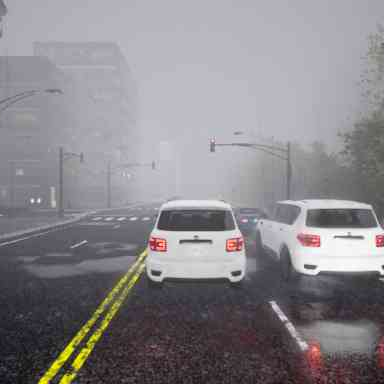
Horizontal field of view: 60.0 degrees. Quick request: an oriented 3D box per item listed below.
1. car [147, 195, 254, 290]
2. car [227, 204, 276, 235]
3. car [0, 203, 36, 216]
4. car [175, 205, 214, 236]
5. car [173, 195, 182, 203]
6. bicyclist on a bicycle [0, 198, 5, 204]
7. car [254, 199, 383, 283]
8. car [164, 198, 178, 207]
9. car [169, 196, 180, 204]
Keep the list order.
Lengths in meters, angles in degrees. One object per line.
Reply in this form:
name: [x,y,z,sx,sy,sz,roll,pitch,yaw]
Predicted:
car: [0.108,1.222,9.212,2.150,2.045,5.566,0,0,1]
car: [3.374,1.551,19.965,2.033,1.411,5.357,0,0,0]
car: [-19.033,1.845,34.868,4.718,1.301,1.895,-1,0,-3]
car: [0.123,1.551,19.768,2.033,1.411,5.357,0,0,0]
car: [-3.165,1.539,74.372,1.837,1.490,4.892,0,0,0]
bicyclist on a bicycle: [-24.828,1.591,43.517,0.582,1.620,1.656,-1,0,-1]
car: [3.363,1.222,9.786,2.150,2.045,5.566,0,0,0]
car: [-3.280,1.620,52.778,1.895,1.301,4.718,0,0,0]
car: [-3.233,1.555,63.599,1.812,1.442,4.674,0,0,0]
